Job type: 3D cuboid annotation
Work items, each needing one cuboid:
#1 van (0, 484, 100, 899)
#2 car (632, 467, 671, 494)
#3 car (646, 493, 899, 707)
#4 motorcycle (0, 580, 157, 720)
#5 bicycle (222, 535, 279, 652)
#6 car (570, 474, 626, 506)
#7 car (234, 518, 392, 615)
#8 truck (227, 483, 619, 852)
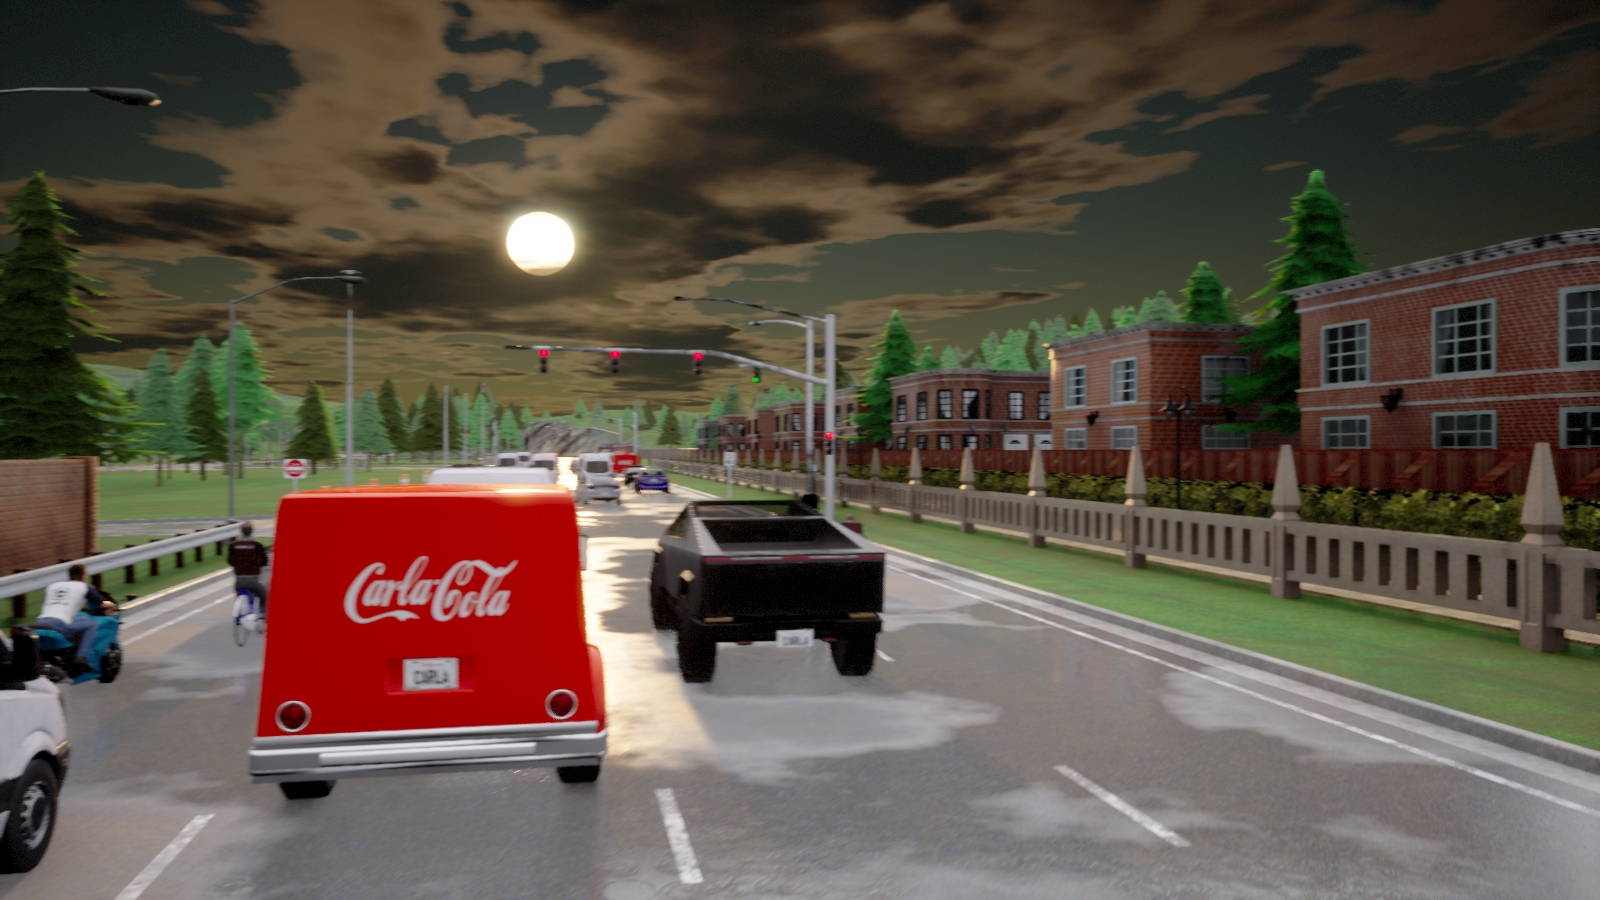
[{"bbox_3d":[-5.674,1.535,5.580,1.988,2.561,5.915,0,0,-12],"label":"van"},{"bbox_3d":[-9.880,2.011,75.838,2.242,1.667,4.611,0,0,-12],"label":"car"},{"bbox_3d":[-0.696,1.764,15.835,2.390,2.098,6.274,0,0,-12],"label":"car"},{"bbox_3d":[-8.182,2.191,12.881,0.803,1.199,2.033,0,0,-3],"label":"motorcycle"},{"bbox_3d":[-8.065,2.066,16.823,0.329,1.471,1.835,0,0,-12],"label":"bicycle"},{"bbox_3d":[-10.672,2.067,60.059,2.097,1.535,5.006,0,0,-20],"label":"car"},{"bbox_3d":[-9.116,2.128,21.756,1.994,1.385,4.181,0,0,-12],"label":"car"},{"bbox_3d":[-3.155,1.554,10.591,2.627,2.467,5.204,0,-1,-12],"label":"truck"}]
